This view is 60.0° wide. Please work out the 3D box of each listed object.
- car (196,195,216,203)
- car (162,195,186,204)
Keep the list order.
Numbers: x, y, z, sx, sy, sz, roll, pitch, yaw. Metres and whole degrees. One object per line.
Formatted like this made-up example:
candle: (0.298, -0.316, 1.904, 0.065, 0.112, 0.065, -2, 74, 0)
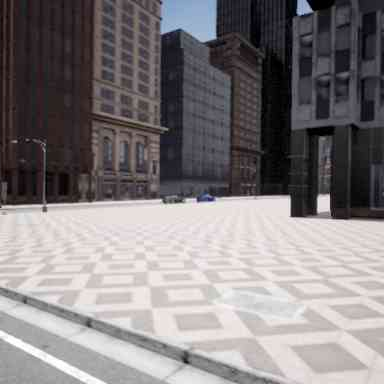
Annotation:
car: (2.756, 1.259, 64.468, 1.882, 1.535, 5.008, 1, 1, 35)
car: (-3.019, 1.317, 56.219, 2.128, 1.511, 4.902, 1, 1, 36)
